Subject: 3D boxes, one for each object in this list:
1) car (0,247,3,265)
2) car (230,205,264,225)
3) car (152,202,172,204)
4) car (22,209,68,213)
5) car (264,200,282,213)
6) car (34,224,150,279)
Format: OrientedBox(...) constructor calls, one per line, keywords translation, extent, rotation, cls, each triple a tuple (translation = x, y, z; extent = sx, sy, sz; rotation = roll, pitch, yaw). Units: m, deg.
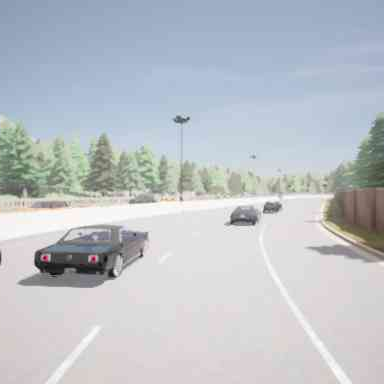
OrientedBox(translation=(-6.438, 1.518, 7.544), extent=(1.837, 1.490, 4.892), rotation=(0, 0, 4), cls="car")
OrientedBox(translation=(4.196, 1.703, 25.656), extent=(1.994, 1.385, 4.181), rotation=(0, 0, 17), cls="car")
OrientedBox(translation=(-4.073, 1.721, 53.459), extent=(1.882, 1.535, 5.008), rotation=(0, 0, 23), cls="car")
OrientedBox(translation=(-10.825, 1.431, 24.533), extent=(2.097, 1.767, 4.553), rotation=(0, 0, 14), cls="car")
OrientedBox(translation=(10.038, 1.728, 41.232), extent=(2.128, 1.511, 4.902), rotation=(0, 0, 22), cls="car")
OrientedBox(translation=(-2.690, 1.641, 10.264), extent=(1.895, 1.301, 4.718), rotation=(0, 0, 6), cls="car")
